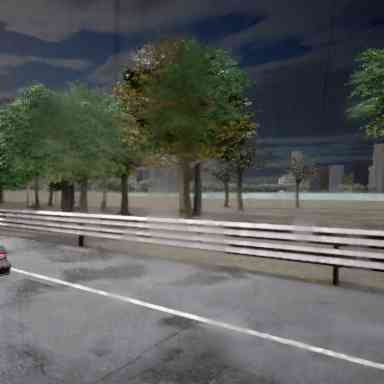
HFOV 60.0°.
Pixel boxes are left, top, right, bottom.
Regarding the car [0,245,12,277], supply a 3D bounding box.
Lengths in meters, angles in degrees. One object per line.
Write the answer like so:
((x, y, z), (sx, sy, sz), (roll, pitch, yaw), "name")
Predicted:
((-6.847, 1.578, 8.804), (5.357, 1.411, 2.033), (0, 0, 36), "car")
